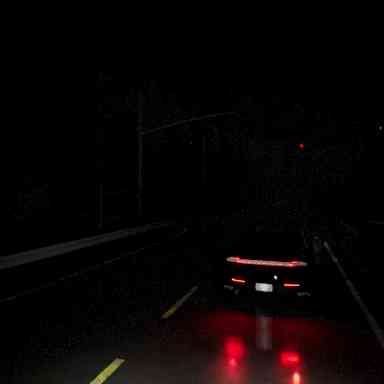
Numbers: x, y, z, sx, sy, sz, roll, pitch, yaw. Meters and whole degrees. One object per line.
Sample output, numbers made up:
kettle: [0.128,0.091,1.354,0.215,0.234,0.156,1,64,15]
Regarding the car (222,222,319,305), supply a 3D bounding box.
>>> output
car: [2.050,1.491,8.245,2.128,1.511,4.902,0,0,18]
